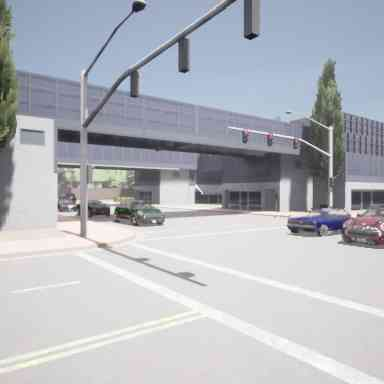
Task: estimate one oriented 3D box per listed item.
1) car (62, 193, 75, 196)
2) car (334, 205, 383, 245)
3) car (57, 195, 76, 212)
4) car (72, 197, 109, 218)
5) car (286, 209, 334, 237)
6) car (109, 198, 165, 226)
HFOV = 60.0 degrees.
[{"bbox_3d":[-23.692,1.221,63.071,2.150,2.045,5.566,0,0,-36],"label":"car"},{"bbox_3d":[8.631,1.352,14.760,4.553,1.767,2.097,0,0,-37],"label":"car"},{"bbox_3d":[-14.826,1.491,38.692,2.128,1.511,4.902,0,0,-36],"label":"car"},{"bbox_3d":[-9.245,1.478,31.020,1.882,1.535,5.008,0,0,-36],"label":"car"},{"bbox_3d":[7.244,1.600,18.094,4.718,1.301,1.895,0,0,-37],"label":"car"},{"bbox_3d":[-3.795,1.352,23.535,2.097,1.767,4.553,0,0,-36],"label":"car"}]
